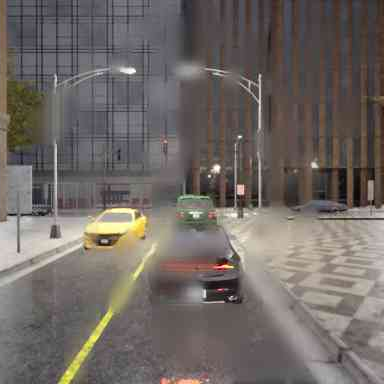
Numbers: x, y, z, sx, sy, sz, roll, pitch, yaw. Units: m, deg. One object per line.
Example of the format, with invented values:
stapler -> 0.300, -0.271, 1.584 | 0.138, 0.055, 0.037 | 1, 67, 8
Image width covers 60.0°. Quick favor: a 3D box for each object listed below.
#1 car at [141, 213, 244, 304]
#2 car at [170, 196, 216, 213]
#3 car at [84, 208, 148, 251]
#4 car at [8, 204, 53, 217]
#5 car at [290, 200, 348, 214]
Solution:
car -> 0.082, 1.504, 8.143 | 1.837, 1.490, 4.892 | 0, 0, 0
car -> 0.041, 1.219, 18.134 | 2.150, 2.045, 5.566 | 0, 0, -3
car -> -3.101, 1.475, 14.301 | 1.882, 1.535, 5.008 | 0, 0, 0
car -> -15.616, 1.608, 30.321 | 5.357, 1.411, 2.033 | 0, 0, 0
car -> 12.734, 1.487, 33.514 | 5.357, 1.411, 2.033 | 0, 0, 0
